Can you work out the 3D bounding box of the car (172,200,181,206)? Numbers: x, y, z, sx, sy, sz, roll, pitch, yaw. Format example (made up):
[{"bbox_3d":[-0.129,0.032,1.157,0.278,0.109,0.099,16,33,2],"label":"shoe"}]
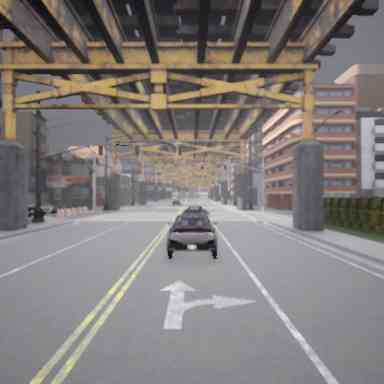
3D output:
[{"bbox_3d":[-3.504,2.385,73.732,1.895,1.301,4.718,0,0,0],"label":"car"}]

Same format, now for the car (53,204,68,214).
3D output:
[{"bbox_3d":[-16.813,1.718,38.099,4.536,1.218,1.853,0,-1,-20],"label":"car"}]

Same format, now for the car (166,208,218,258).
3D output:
[{"bbox_3d":[0.017,1.644,13.482,2.128,1.511,4.902,0,0,0],"label":"car"}]

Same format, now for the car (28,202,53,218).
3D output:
[{"bbox_3d":[-17.091,1.830,33.957,4.974,1.542,2.038,0,-1,25],"label":"car"}]

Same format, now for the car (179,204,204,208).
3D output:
[{"bbox_3d":[0.383,1.879,28.318,1.994,1.385,4.181,0,-1,10],"label":"car"}]

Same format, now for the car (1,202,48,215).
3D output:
[{"bbox_3d":[-17.138,1.672,33.980,4.536,1.218,1.853,0,-1,25],"label":"car"}]

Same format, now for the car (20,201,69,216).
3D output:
[{"bbox_3d":[-16.764,1.876,38.115,4.974,1.542,2.038,0,-1,-20],"label":"car"}]
